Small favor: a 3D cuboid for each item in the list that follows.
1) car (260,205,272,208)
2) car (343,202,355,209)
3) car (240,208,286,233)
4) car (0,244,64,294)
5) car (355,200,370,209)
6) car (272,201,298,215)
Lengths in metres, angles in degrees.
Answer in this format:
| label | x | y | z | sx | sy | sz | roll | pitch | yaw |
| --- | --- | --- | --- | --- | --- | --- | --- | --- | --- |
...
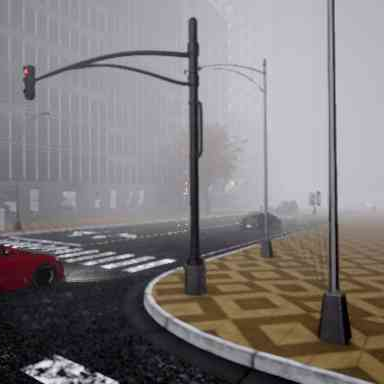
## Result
| label | x | y | z | sx | sy | sz | roll | pitch | yaw |
| --- | --- | --- | --- | --- | --- | --- | --- | --- | --- |
| car | 11.990 | 2.836 | 53.104 | 1.994 | 1.385 | 4.181 | -1 | -2 | 32 |
| car | 40.169 | 3.563 | 85.453 | 2.033 | 1.411 | 5.357 | -1 | -2 | 32 |
| car | 4.977 | 2.117 | 23.809 | 1.812 | 1.442 | 4.674 | -1 | -2 | 32 |
| car | -5.180 | 1.764 | 7.772 | 1.994 | 1.385 | 4.181 | -1 | -2 | 32 |
| car | 42.915 | 3.466 | 83.716 | 1.882 | 1.535 | 5.008 | -1 | -2 | 32 |
| car | 14.721 | 2.458 | 51.348 | 2.150 | 2.045 | 5.566 | -1 | -2 | 32 |
